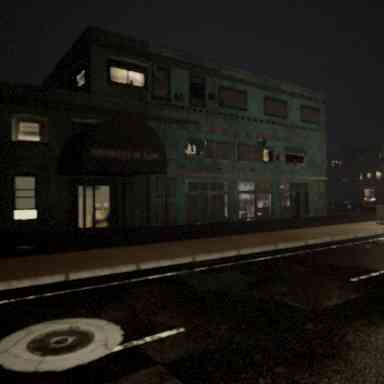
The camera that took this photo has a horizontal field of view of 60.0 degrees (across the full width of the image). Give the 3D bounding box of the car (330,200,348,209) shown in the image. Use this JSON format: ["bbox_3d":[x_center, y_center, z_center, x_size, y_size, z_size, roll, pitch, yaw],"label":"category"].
[{"bbox_3d":[23.403,1.893,51.139,2.008,1.369,4.403,-1,0,-36],"label":"car"}]

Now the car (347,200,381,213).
[{"bbox_3d":[21.339,1.882,39.407,1.947,1.339,4.313,-1,0,-36],"label":"car"}]
